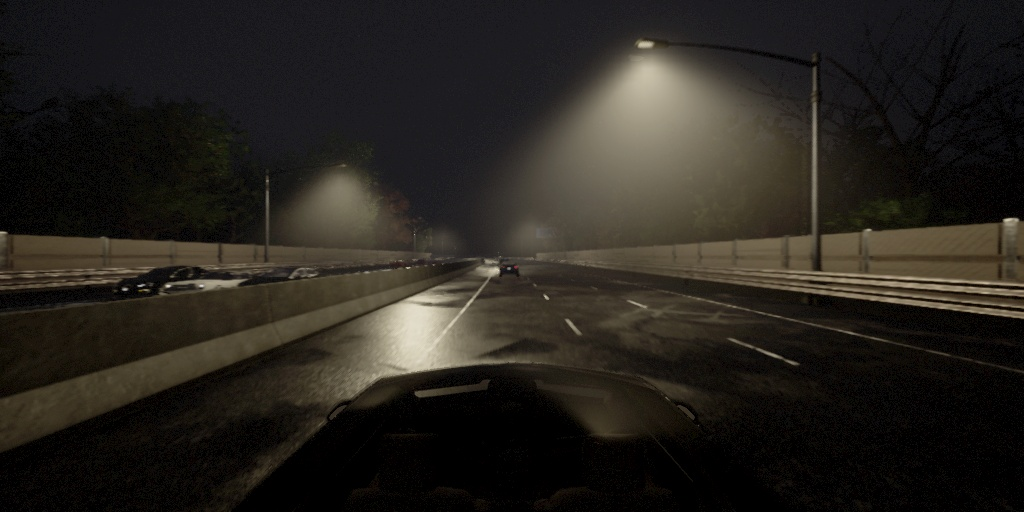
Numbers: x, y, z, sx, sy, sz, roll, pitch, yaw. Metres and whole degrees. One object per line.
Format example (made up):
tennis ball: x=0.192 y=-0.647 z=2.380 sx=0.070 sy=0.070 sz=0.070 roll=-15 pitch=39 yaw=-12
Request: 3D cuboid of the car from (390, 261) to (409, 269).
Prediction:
car: x=-18.503 y=1.392 z=59.129 sx=1.895 sy=1.301 sz=4.718 roll=0 pitch=0 yaw=-1

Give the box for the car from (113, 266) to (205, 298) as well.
car: x=-17.691 y=1.287 z=18.791 sx=1.837 sy=1.490 sz=4.892 roll=0 pitch=0 yaw=0

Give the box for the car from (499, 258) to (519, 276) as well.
car: x=-0.306 y=1.268 z=37.020 sx=2.163 sy=1.488 sz=4.792 roll=0 pitch=0 yaw=-1

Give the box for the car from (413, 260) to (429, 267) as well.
car: x=-15.011 y=1.307 z=59.301 sx=1.812 sy=1.442 sz=4.674 roll=0 pitch=0 yaw=-1

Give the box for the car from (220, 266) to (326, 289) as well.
car: x=-10.678 y=1.265 z=17.002 sx=2.128 sy=1.511 sz=4.902 roll=0 pitch=0 yaw=0

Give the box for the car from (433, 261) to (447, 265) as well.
car: x=-11.453 y=1.385 z=57.585 sx=1.895 sy=1.301 sz=4.718 roll=0 pitch=0 yaw=-1

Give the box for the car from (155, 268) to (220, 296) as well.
car: x=-14.182 y=1.378 z=17.665 sx=1.895 sy=1.301 sz=4.718 roll=0 pitch=0 yaw=0
